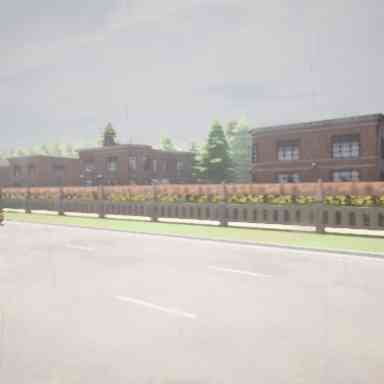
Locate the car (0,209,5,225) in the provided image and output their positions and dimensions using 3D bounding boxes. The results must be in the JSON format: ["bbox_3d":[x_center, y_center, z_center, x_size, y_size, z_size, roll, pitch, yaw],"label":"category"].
[{"bbox_3d":[-15.032,1.501,23.195,5.008,1.535,1.882,0,0,36],"label":"car"}]
